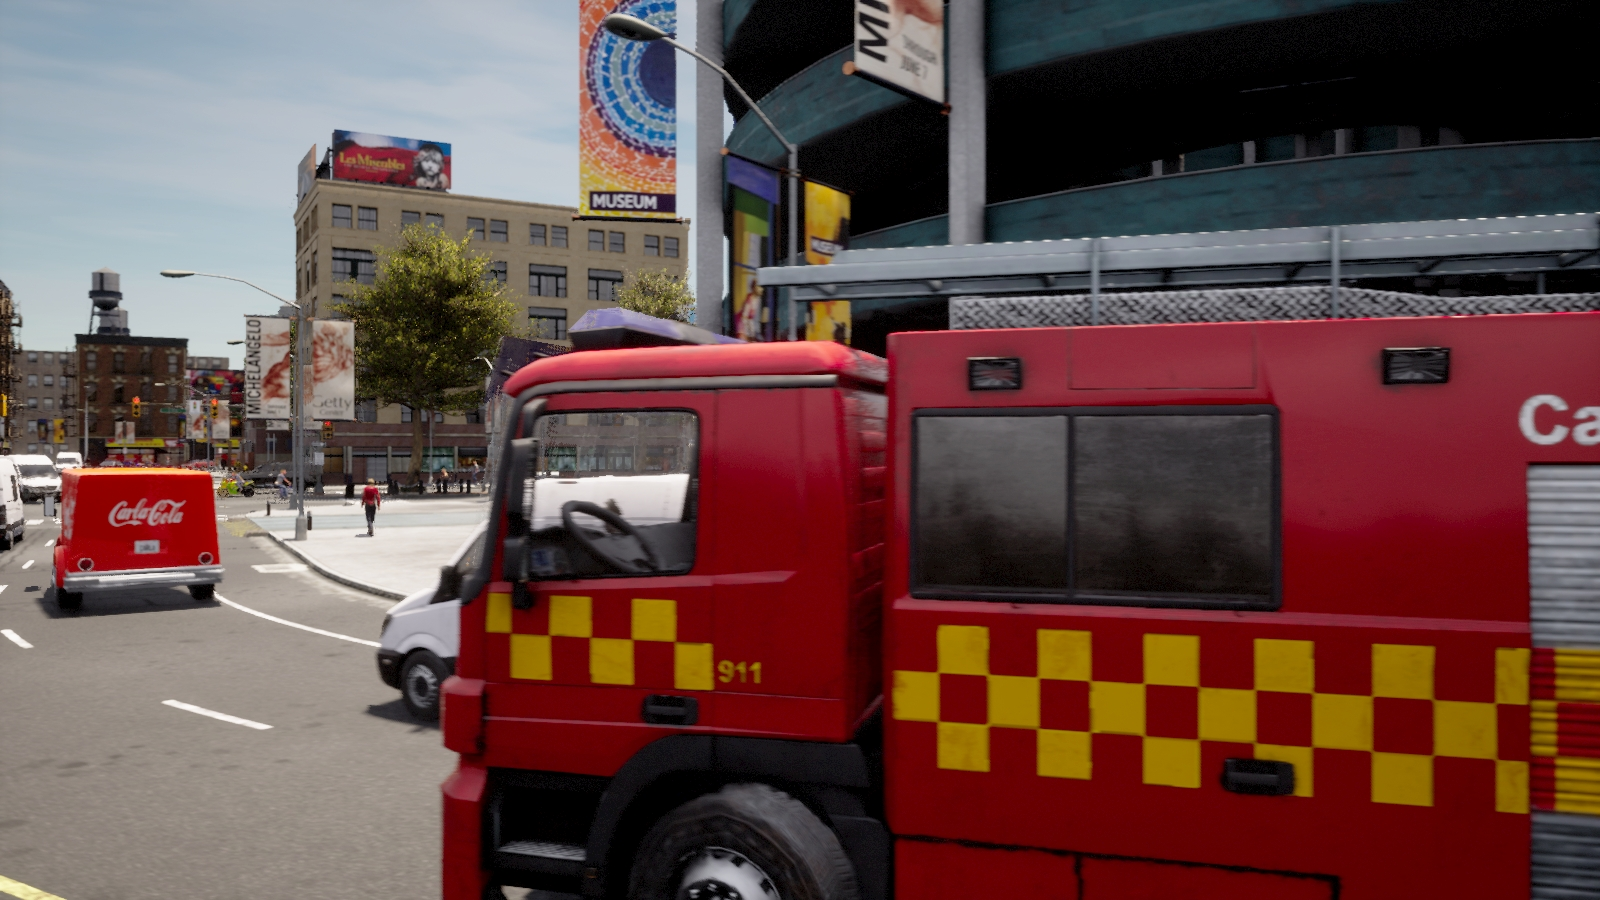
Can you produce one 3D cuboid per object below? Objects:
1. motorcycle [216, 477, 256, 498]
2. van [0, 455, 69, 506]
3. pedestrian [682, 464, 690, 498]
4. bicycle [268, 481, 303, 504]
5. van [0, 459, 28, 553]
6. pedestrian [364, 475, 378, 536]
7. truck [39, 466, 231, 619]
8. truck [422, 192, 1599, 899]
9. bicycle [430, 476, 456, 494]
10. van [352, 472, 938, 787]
[{"bbox_3d":[-33.647,2.233,68.204,2.033,1.145,0.803,0,1,-38],"label":"motorcycle"},{"bbox_3d":[-41.147,1.551,60.799,5.915,2.561,1.988,0,0,38],"label":"van"},{"bbox_3d":[-6.278,1.717,62.861,0.375,1.860,0.375,0,0,-26],"label":"pedestrian"},{"bbox_3d":[-26.990,2.223,59.920,1.643,1.196,0.373,0,-2,-21],"label":"bicycle"},{"bbox_3d":[-23.868,1.542,33.170,1.988,2.561,5.915,0,0,-30],"label":"van"},{"bbox_3d":[-13.175,1.707,35.099,0.375,1.860,0.375,0,0,-27],"label":"pedestrian"},{"bbox_3d":[-12.868,1.576,21.917,2.627,2.467,5.204,0,0,-37],"label":"truck"},{"bbox_3d":[2.483,0.893,6.210,8.468,3.827,2.891,0,0,16],"label":"truck"},{"bbox_3d":[-23.380,2.279,74.766,1.487,1.080,0.859,0,0,-30],"label":"bicycle"},{"bbox_3d":[-1.718,1.538,11.766,5.915,2.561,1.988,0,0,27],"label":"van"}]
